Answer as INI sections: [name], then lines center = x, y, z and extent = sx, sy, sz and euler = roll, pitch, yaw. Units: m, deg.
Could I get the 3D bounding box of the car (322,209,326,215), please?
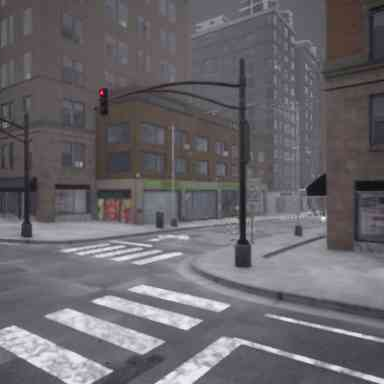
[car]
center = 20.529, 2.693, 48.601
extent = 1.895, 1.301, 4.718
euler = 0, -1, 36
